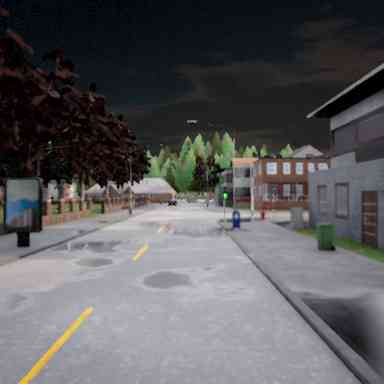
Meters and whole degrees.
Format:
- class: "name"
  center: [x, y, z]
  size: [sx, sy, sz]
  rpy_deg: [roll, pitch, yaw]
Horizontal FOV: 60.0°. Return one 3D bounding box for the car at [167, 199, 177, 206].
- class: "car"
  center: [-3.984, 2.185, 67.895]
  size: [2.033, 1.411, 5.357]
  rpy_deg: [1, -1, 0]
